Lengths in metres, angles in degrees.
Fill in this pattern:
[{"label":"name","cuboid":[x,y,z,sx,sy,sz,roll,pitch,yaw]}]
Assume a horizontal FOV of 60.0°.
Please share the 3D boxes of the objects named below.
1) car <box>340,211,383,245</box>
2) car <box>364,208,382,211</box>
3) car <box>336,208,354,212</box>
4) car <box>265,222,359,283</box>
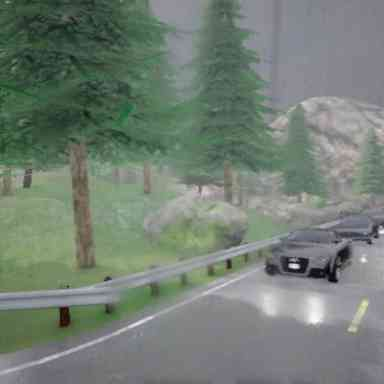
[{"label":"car","cuboid":[9.311,2.013,18.658,2.033,1.411,5.357,-3,-3,35]},{"label":"car","cuboid":[14.950,2.143,27.403,1.837,1.490,4.892,-3,-2,30]},{"label":"car","cuboid":[19.678,2.718,43.914,1.895,1.301,4.718,-1,-2,-20]},{"label":"car","cuboid":[3.918,1.883,10.809,1.994,1.385,4.181,-3,-3,34]}]
